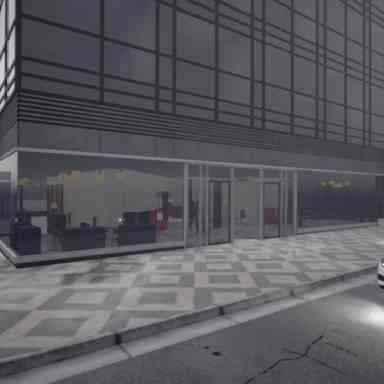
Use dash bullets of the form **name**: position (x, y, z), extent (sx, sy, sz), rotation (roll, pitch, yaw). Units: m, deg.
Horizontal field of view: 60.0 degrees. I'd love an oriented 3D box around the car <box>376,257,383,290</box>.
- **car**: position (6.212, 1.525, 7.803), extent (4.674, 1.442, 1.812), rotation (0, 0, -35)
